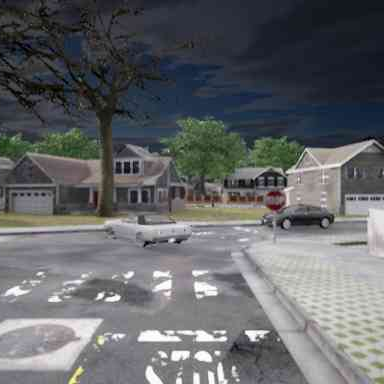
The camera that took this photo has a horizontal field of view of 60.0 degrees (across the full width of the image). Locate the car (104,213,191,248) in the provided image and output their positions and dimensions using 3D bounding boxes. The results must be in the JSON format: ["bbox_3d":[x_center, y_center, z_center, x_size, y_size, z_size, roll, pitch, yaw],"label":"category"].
[{"bbox_3d":[-2.177,1.590,14.826,1.895,1.301,4.718,0,0,-38],"label":"car"}]

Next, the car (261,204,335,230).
[{"bbox_3d":[6.761,1.541,21.232,4.892,1.490,1.837,0,0,-19],"label":"car"}]
